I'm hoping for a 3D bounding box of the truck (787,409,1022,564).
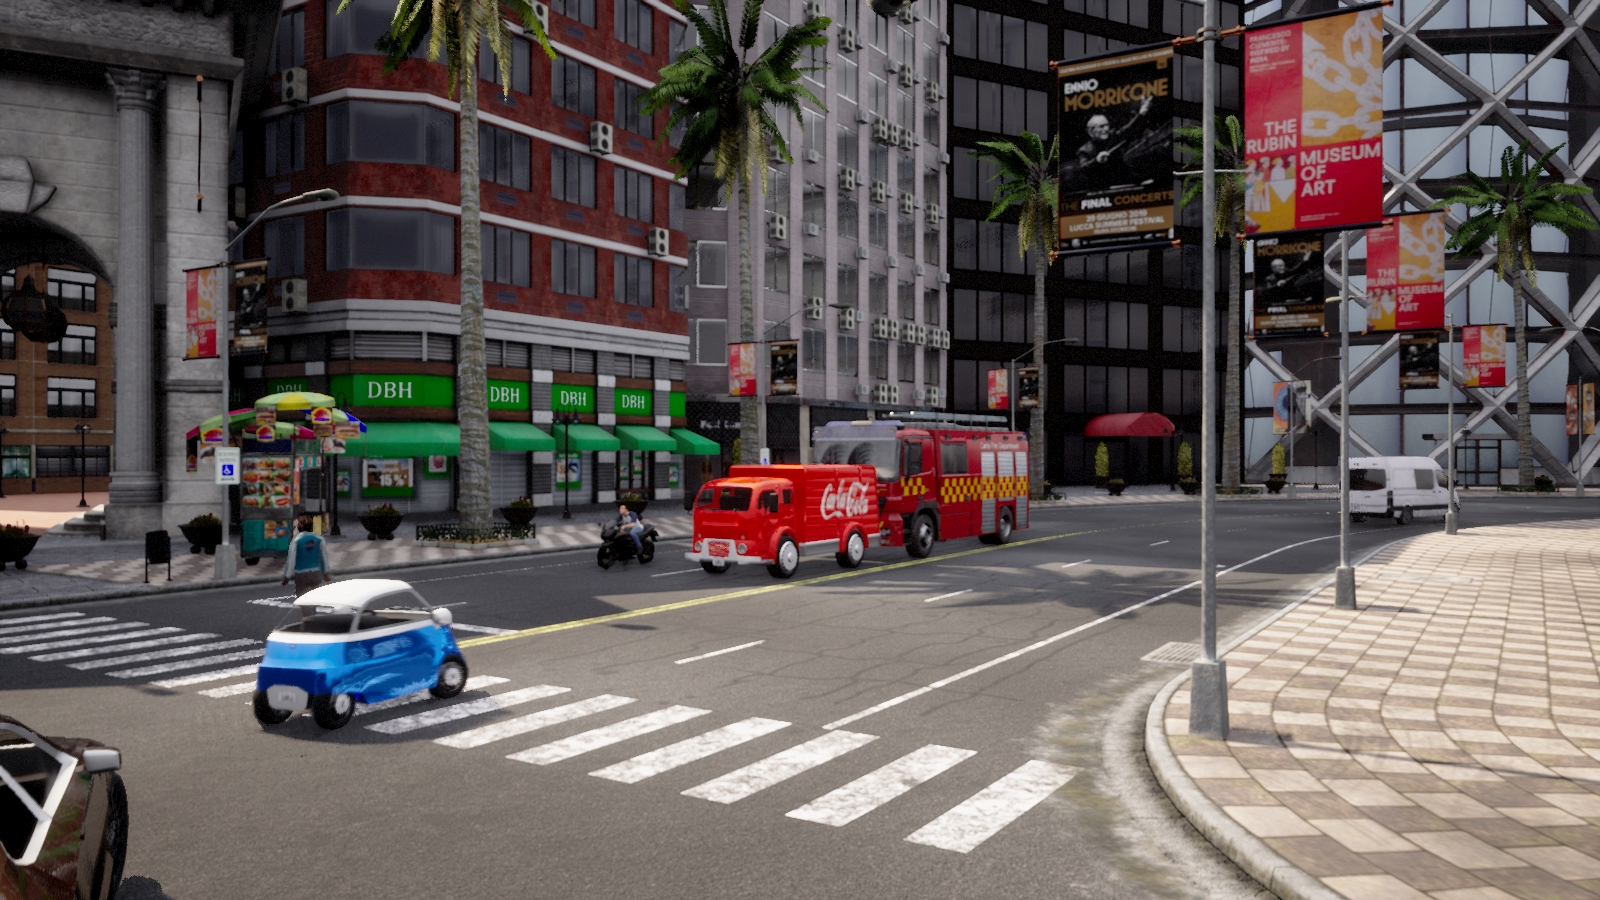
[{"bbox_3d":[3.238,0.893,32.522,2.891,3.827,8.468,0,0,34],"label":"truck"}]

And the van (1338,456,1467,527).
[{"bbox_3d":[23.414,1.535,44.306,5.915,2.561,1.988,0,0,-36],"label":"van"}]

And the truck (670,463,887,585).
[{"bbox_3d":[-0.359,1.570,26.703,2.627,2.467,5.204,0,0,32],"label":"truck"}]

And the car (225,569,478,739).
[{"bbox_3d":[-4.768,2.121,12.393,1.481,1.376,2.207,-1,0,17],"label":"car"}]

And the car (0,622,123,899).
[{"bbox_3d":[-4.237,1.994,5.031,2.152,1.651,5.027,0,0,-31],"label":"car"}]

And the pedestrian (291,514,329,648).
[{"bbox_3d":[-6.993,1.851,16.314,0.375,1.860,0.375,0,0,43],"label":"pedestrian"}]
